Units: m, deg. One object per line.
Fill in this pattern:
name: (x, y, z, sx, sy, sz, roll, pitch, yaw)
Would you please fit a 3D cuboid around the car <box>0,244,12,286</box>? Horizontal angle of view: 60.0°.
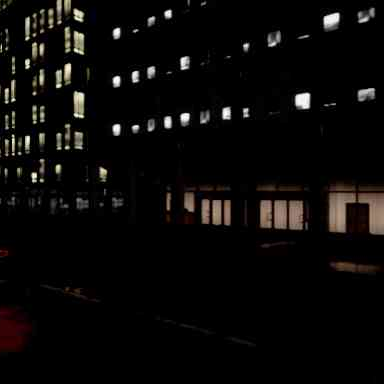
car: (-6.444, 1.541, 8.254, 5.008, 1.535, 1.882, 0, 0, 36)
